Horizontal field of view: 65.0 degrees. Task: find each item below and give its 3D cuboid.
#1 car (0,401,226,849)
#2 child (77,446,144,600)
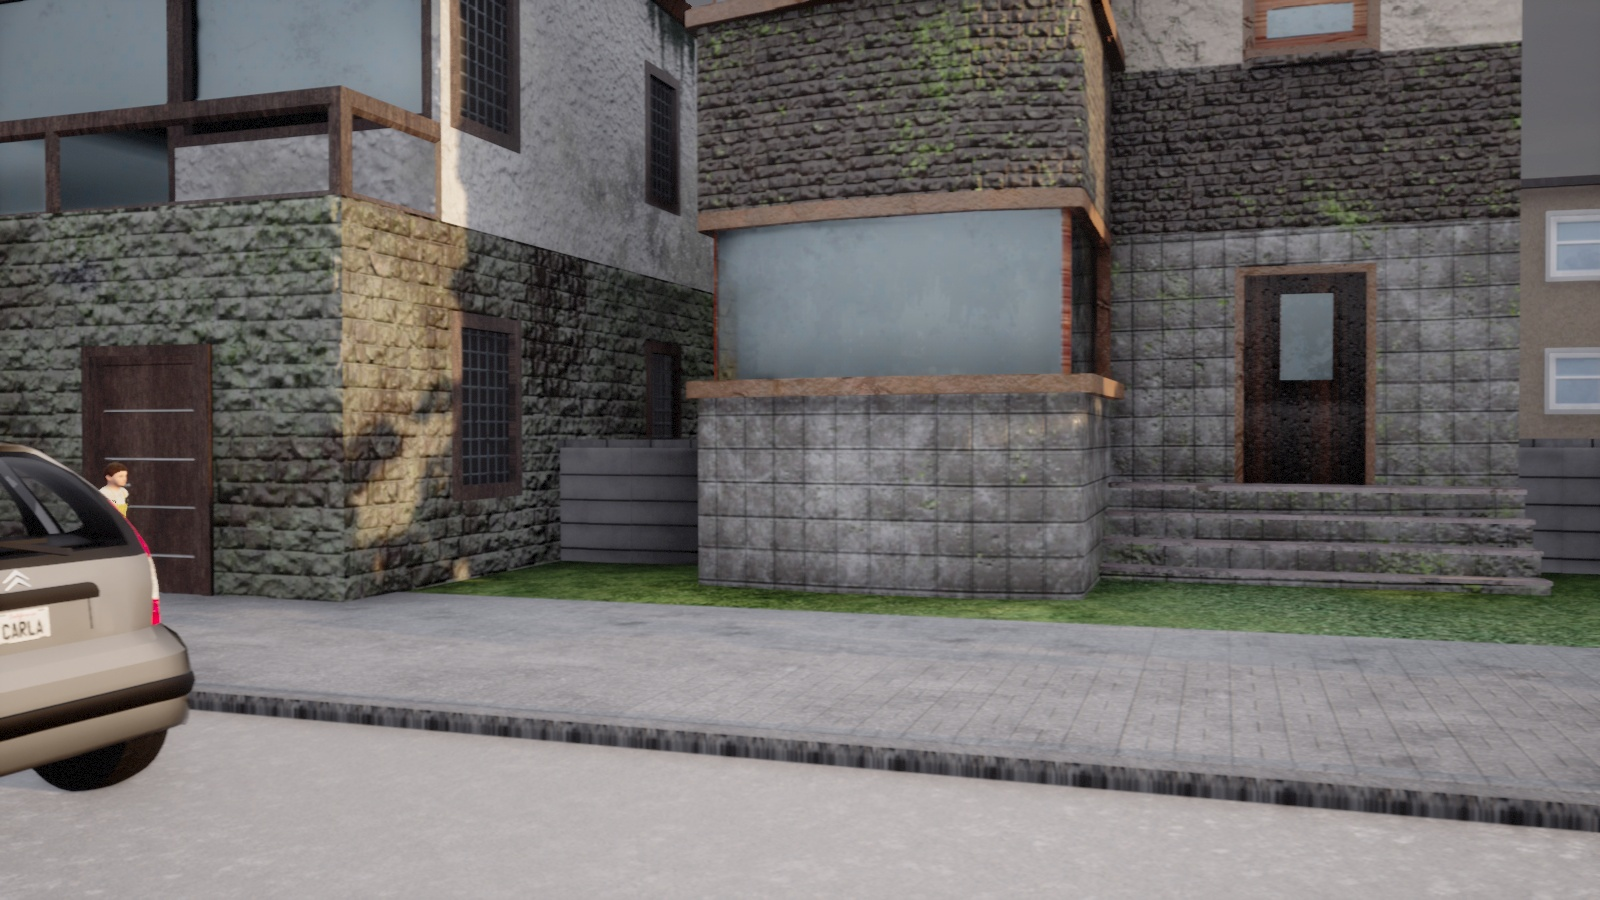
[{"bbox_3d":[-4.721,0.607,5.306,3.988,1.617,1.851,1,1,19],"label":"car"},{"bbox_3d":[-5.792,0.605,10.550,0.437,1.263,0.270,1,1,19],"label":"child"}]
